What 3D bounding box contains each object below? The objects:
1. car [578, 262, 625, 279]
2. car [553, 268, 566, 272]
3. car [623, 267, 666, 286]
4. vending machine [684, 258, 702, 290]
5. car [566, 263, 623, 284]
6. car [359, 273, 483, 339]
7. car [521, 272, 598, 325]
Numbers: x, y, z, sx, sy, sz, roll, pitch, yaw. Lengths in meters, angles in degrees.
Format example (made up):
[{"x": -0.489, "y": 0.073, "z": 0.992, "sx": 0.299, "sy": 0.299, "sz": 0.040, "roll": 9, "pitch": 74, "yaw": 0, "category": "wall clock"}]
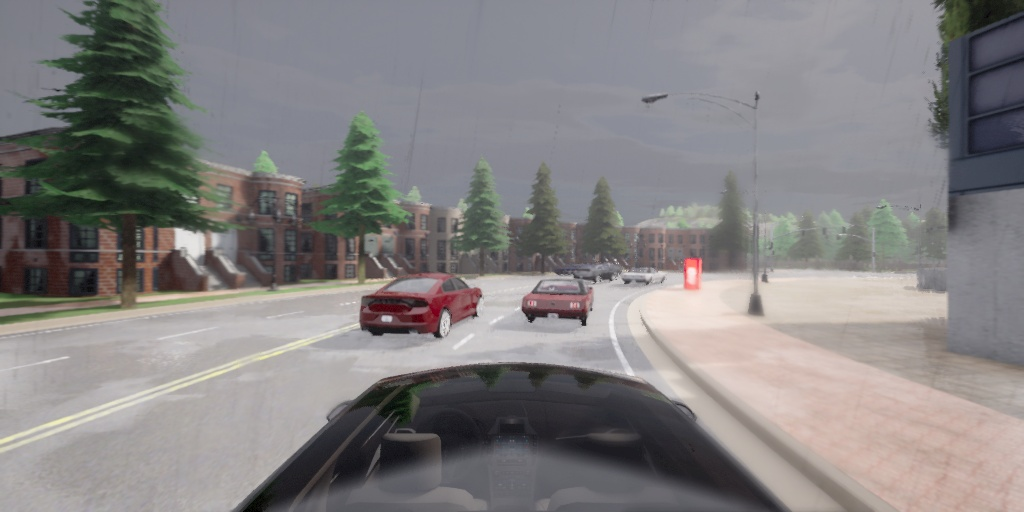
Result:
[{"x": 9.084, "y": 1.431, "z": 36.269, "sx": 4.902, "sy": 1.511, "sz": 2.128, "roll": 1, "pitch": 0, "yaw": -40, "category": "car"}, {"x": 6.697, "y": 1.524, "z": 38.906, "sx": 4.718, "sy": 1.301, "sz": 1.895, "roll": 1, "pitch": 0, "yaw": -41, "category": "car"}, {"x": 10.196, "y": 1.526, "z": 27.444, "sx": 1.895, "sy": 1.301, "sz": 4.718, "roll": 0, "pitch": 0, "yaw": 41, "category": "car"}, {"x": 10.852, "y": 1.109, "z": 21.534, "sx": 1.100, "sy": 2.100, "sz": 0.880, "roll": 0, "pitch": 0, "yaw": 35, "category": "vending machine"}, {"x": 6.639, "y": 1.384, "z": 28.497, "sx": 2.128, "sy": 1.511, "sz": 4.902, "roll": 0, "pitch": 0, "yaw": 39, "category": "car"}, {"x": -2.245, "y": 1.230, "z": 10.248, "sx": 1.882, "sy": 1.535, "sz": 5.008, "roll": 0, "pitch": 0, "yaw": 11, "category": "car"}, {"x": 1.755, "y": 1.398, "z": 12.153, "sx": 1.895, "sy": 1.301, "sz": 4.718, "roll": 0, "pitch": 0, "yaw": 16, "category": "car"}]
